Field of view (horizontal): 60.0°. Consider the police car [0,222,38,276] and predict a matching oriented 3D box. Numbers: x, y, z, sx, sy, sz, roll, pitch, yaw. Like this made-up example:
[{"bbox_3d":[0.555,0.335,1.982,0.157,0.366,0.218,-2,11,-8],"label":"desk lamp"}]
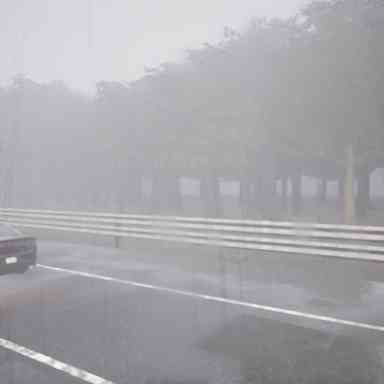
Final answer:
[{"bbox_3d":[-6.524,1.432,9.356,5.238,1.638,1.930,0,0,32],"label":"police car"}]
